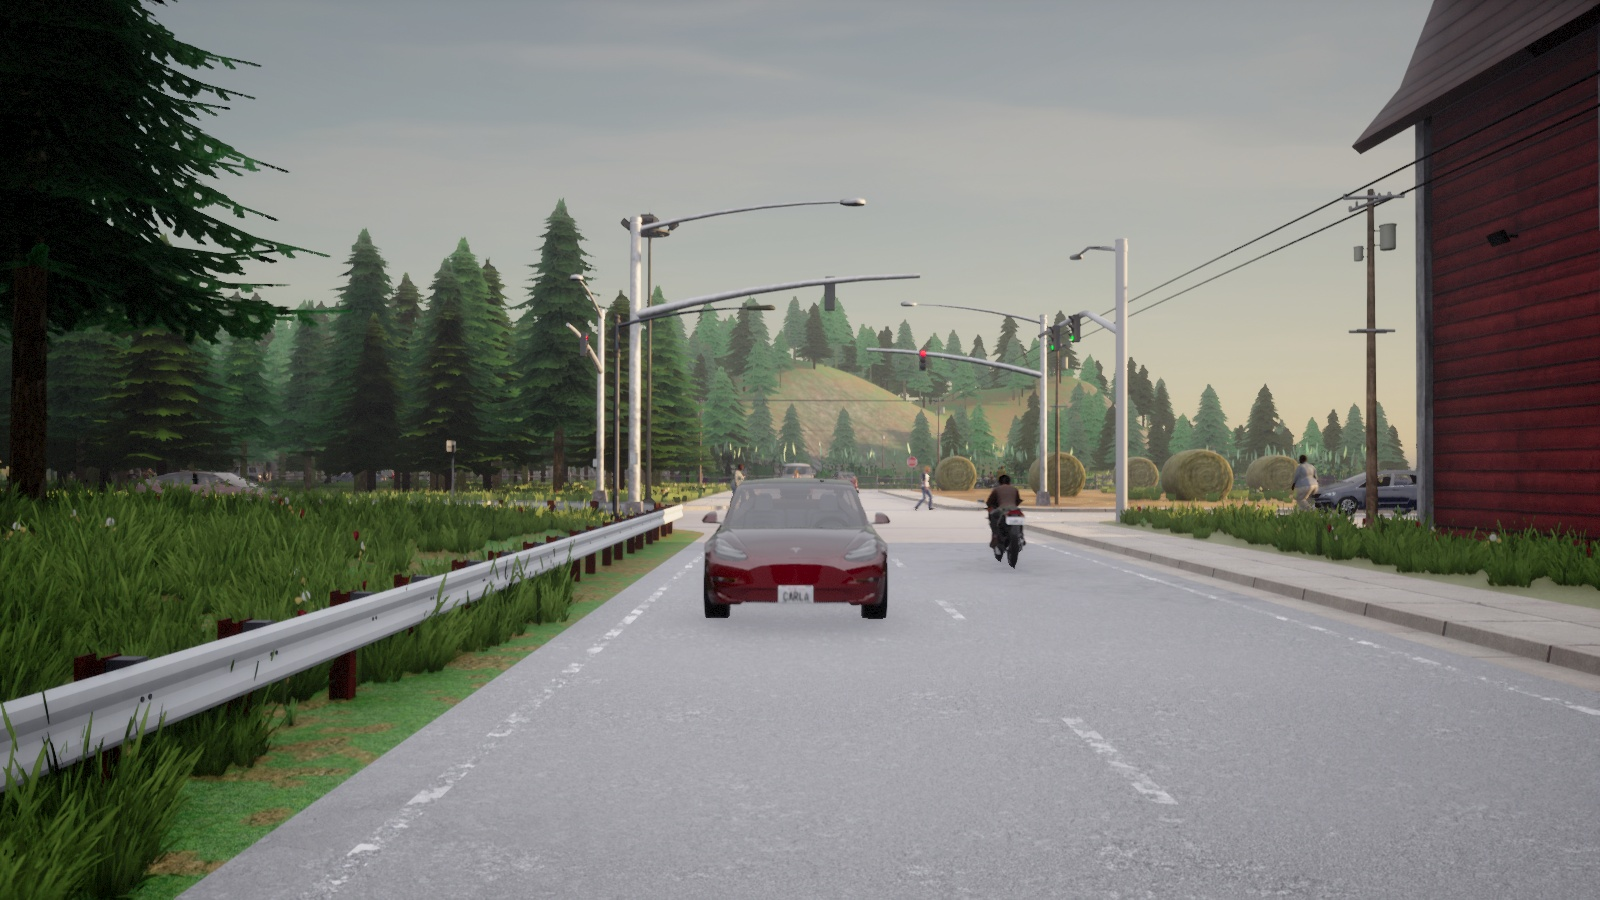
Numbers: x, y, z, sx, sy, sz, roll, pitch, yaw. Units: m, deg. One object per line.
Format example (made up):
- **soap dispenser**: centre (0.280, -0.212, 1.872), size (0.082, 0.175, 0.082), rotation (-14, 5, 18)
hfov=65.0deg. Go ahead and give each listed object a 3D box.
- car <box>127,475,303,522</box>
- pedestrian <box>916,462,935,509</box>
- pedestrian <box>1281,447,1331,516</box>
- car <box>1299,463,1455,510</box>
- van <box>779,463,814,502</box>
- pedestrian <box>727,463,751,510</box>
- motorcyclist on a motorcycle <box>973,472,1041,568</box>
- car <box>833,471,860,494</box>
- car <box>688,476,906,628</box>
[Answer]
- **car**: centre (-19.132, 1.561, 41.235), size (4.792, 1.488, 2.163), rotation (0, -1, -1)
- **pedestrian**: centre (4.998, 1.415, 49.833), size (0.706, 1.836, 0.354), rotation (0, -1, 12)
- **pedestrian**: centre (13.788, 0.853, 34.247), size (0.874, 1.855, 0.900), rotation (0, -1, -22)
- **car**: centre (20.883, 1.315, 45.570), size (4.611, 1.667, 2.242), rotation (0, -1, -1)
- **van**: centre (-0.171, 1.682, 65.927), size (1.775, 1.987, 4.442), rotation (0, -1, 0)
- **pedestrian**: centre (-2.472, 1.472, 50.690), size (0.900, 1.855, 0.874), rotation (0, -1, 1)
- **motorcyclist on a motorcycle**: centre (3.445, 1.139, 21.078), size (0.797, 1.523, 2.044), rotation (0, -1, 0)
- **car**: centre (3.270, 2.290, 89.365), size (1.789, 1.549, 3.705), rotation (0, -1, 0)
- **car**: centre (-0.039, 1.067, 14.899), size (2.163, 1.488, 4.792), rotation (0, -1, 0)
